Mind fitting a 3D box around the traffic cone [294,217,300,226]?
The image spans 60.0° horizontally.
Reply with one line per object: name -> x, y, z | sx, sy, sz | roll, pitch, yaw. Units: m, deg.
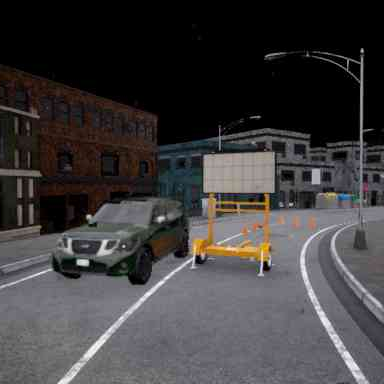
traffic cone -> 7.055, 1.969, 22.280 | 0.340, 0.580, 0.340 | 1, 0, 24

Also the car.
car -> -1.668, 1.204, 9.999 | 2.150, 2.045, 5.566 | 0, 0, 16

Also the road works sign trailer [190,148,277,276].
road works sign trailer -> 1.519, 0.461, 10.603 | 2.380, 3.560, 2.880 | 0, 0, 24
